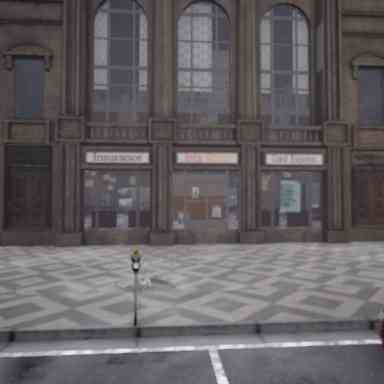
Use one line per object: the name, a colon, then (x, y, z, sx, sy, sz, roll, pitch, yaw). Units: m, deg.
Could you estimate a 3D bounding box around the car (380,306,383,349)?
car: (4.774, 1.641, 4.208, 4.507, 1.381, 1.887, 0, -1, -4)
